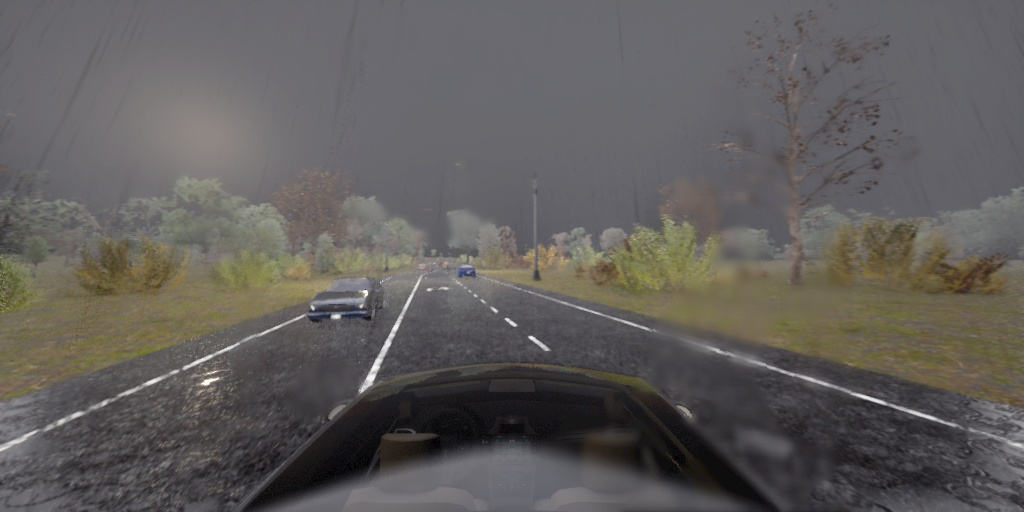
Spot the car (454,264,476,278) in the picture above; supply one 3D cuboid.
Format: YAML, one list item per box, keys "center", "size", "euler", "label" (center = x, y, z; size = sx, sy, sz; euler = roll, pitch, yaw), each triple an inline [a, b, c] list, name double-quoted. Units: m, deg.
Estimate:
- center: [-5.547, 1.746, 43.219]
  size: [1.882, 1.535, 5.008]
  euler: [0, -1, -13]
  label: "car"

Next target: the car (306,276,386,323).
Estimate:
- center: [-5.861, 1.472, 13.357]
  size: [2.033, 1.411, 5.357]
  euler: [0, -1, -13]
  label: "car"
